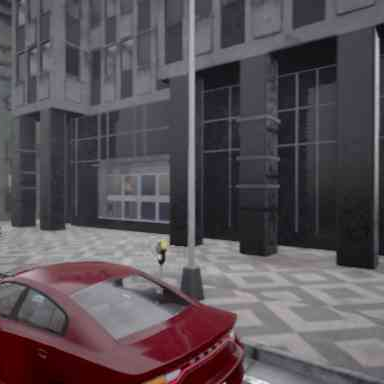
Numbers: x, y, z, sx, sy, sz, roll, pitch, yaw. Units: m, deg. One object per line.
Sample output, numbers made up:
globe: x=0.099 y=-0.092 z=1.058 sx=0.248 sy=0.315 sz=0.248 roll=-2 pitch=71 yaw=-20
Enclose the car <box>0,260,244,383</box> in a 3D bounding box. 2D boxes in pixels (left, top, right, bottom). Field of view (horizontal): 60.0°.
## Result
car: x=-1.588 y=1.546 z=4.092 sx=4.507 sy=1.381 sz=1.887 roll=0 pitch=0 yaw=35
